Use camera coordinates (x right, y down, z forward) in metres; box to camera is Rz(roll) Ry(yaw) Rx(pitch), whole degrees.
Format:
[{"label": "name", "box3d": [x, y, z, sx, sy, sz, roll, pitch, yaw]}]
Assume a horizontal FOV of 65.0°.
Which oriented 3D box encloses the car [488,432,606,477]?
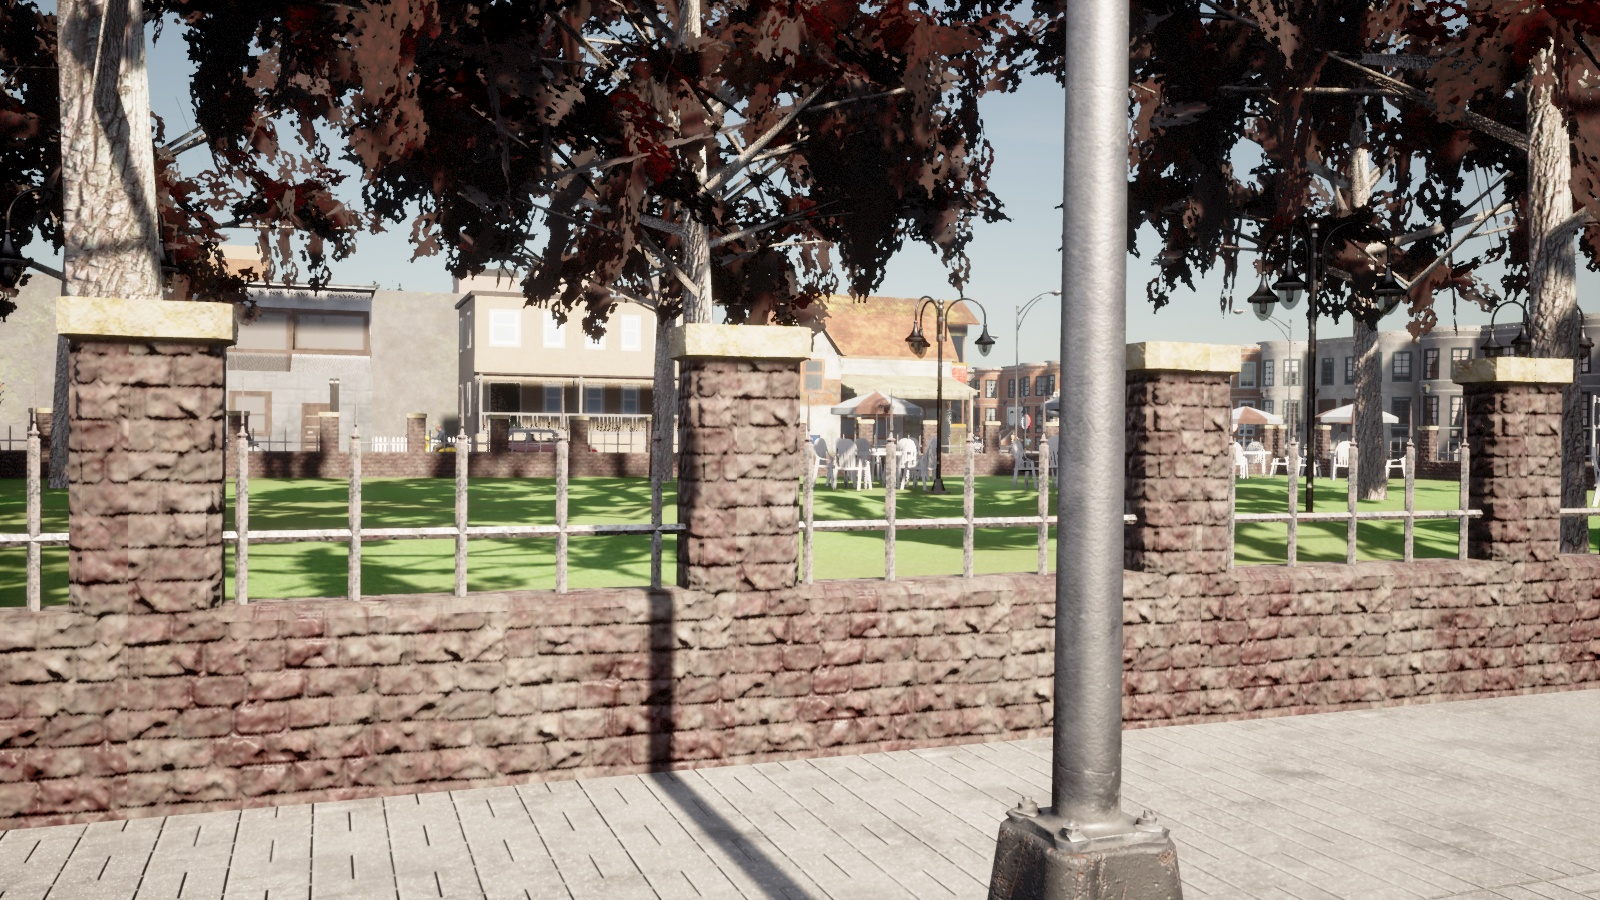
[{"label": "car", "box3d": [-8.986, 0.137, 44.501, 3.806, 1.475, 1.970, -1, 1, -21]}]
